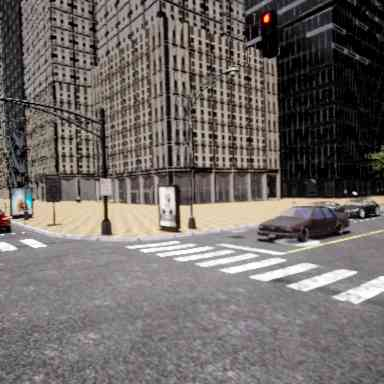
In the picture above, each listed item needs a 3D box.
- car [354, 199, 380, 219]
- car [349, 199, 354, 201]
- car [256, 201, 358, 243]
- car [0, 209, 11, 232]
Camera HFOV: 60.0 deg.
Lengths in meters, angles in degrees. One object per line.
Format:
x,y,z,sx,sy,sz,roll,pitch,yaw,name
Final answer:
12.461,1.182,24.836,4.403,1.369,2.008,-1,-1,-40,car
8.180,1.283,21.274,4.403,1.369,2.008,-1,-1,-40,car
5.298,1.353,15.327,5.357,1.411,2.033,-1,0,-40,car
-11.558,1.575,18.997,1.802,1.307,4.206,-2,1,-39,car
